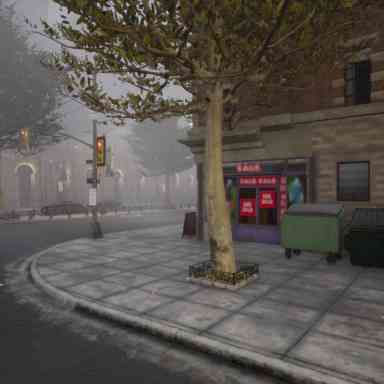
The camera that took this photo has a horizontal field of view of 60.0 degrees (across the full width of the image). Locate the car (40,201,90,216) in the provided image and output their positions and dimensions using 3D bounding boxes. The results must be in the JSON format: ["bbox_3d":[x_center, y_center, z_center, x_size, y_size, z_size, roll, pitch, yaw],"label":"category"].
[{"bbox_3d":[-12.697,1.564,32.877,1.994,1.385,4.181,0,0,36],"label":"car"}]

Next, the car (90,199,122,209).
[{"bbox_3d":[-11.936,1.595,45.164,1.895,1.301,4.718,0,0,36],"label":"car"}]
